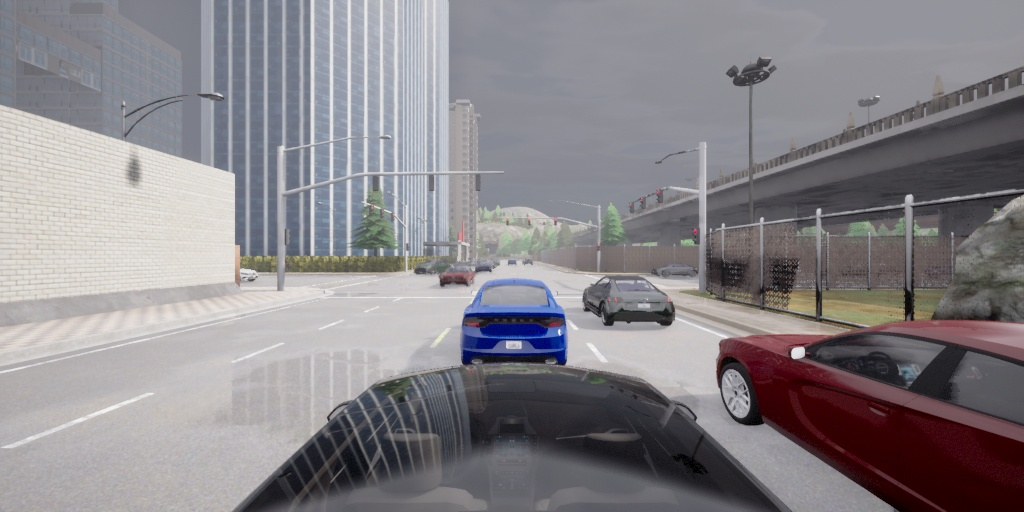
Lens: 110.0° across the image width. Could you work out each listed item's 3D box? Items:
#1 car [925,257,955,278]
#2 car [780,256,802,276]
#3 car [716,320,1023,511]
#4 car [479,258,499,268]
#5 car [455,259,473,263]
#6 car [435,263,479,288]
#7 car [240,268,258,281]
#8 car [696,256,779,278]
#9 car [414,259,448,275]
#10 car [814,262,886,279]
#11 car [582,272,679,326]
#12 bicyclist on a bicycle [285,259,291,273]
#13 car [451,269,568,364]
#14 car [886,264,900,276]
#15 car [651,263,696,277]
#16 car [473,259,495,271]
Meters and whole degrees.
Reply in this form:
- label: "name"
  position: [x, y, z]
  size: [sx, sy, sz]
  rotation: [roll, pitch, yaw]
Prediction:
- label: "car"
  position: [40.481, 1.027, 31.976]
  size: [5.566, 2.045, 2.150]
  rotation: [0, 0, 0]
- label: "car"
  position: [25.383, 1.027, 35.475]
  size: [5.566, 2.045, 2.150]
  rotation: [0, 0, -1]
- label: "car"
  position: [3.602, 1.228, 2.695]
  size: [1.882, 1.535, 5.008]
  rotation: [0, 0, 0]
- label: "car"
  position: [-3.569, 1.241, 56.946]
  size: [2.128, 1.511, 4.902]
  rotation: [0, 0, 0]
- label: "car"
  position: [-7.077, 1.313, 51.361]
  size: [1.994, 1.385, 4.181]
  rotation: [0, 0, 0]
- label: "car"
  position: [-3.594, 1.376, 24.153]
  size: [1.895, 1.301, 4.718]
  rotation: [0, 0, 0]
- label: "car"
  position: [-22.630, 1.331, 28.203]
  size: [4.674, 1.442, 1.812]
  rotation: [0, 0, 0]
- label: "car"
  position: [20.004, 1.027, 31.957]
  size: [5.566, 2.045, 2.150]
  rotation: [0, 0, 0]
- label: "car"
  position: [-8.572, 1.132, 38.930]
  size: [2.097, 1.767, 4.553]
  rotation: [0, 0, 21]
- label: "car"
  position: [29.773, 1.406, 31.974]
  size: [4.718, 1.301, 1.895]
  rotation: [0, 0, 0]
- label: "car"
  position: [3.577, 1.314, 11.689]
  size: [1.994, 1.385, 4.181]
  rotation: [0, 0, 0]
- label: "bicyclist on a bicycle"
  position: [-25.289, 1.106, 40.160]
  size: [0.582, 1.620, 1.656]
  rotation: [0, 0, 0]
- label: "car"
  position: [0.055, 1.228, 8.029]
  size: [1.882, 1.535, 5.008]
  rotation: [0, 0, 1]
- label: "car"
  position: [35.561, 1.331, 35.472]
  size: [4.674, 1.442, 1.812]
  rotation: [0, 0, 0]
- label: "car"
  position: [16.026, 1.369, 35.453]
  size: [4.181, 1.385, 1.994]
  rotation: [0, 0, 0]
- label: "car"
  position: [-3.316, 1.359, 42.392]
  size: [1.895, 1.301, 4.718]
  rotation: [0, 0, -4]
